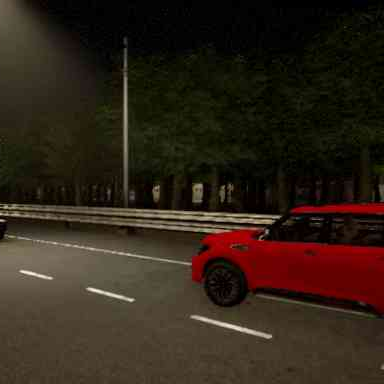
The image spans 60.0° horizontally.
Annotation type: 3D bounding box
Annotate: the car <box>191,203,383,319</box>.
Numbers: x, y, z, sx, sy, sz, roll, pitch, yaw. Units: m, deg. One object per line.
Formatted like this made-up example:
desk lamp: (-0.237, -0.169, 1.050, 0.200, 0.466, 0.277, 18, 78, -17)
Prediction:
car: (2.632, 1.223, 6.290, 5.566, 2.045, 2.150, 0, 0, 36)

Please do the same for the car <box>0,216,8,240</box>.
car: (-10.605, 1.502, 15.753, 4.902, 1.511, 2.128, 0, 0, 36)
